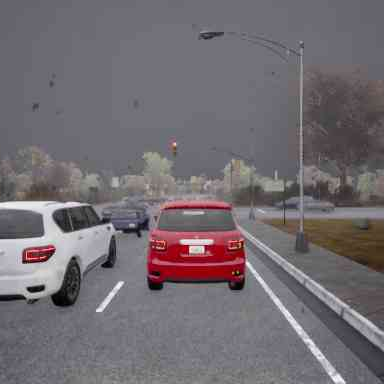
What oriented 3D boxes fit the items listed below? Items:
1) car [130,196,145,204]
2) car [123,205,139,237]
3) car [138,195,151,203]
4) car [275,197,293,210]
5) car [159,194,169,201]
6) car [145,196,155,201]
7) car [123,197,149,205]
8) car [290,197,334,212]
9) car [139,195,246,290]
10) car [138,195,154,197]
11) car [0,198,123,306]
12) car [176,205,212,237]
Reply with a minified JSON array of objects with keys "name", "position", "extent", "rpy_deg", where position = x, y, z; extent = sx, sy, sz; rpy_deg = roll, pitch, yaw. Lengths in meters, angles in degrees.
[{"name":"car","position":[-10.589,1.547,64.669],"extent":[2.033,1.411,5.357],"rpy_deg":[0,0,1]},{"name":"car","position":[-3.413,1.601,17.901],"extent":[1.895,1.301,4.718],"rpy_deg":[0,0,0]},{"name":"car","position":[-10.557,1.525,74.511],"extent":[2.128,1.511,4.902],"rpy_deg":[0,0,0]},{"name":"car","position":[12.602,1.354,41.122],"extent":[4.553,1.767,2.097],"rpy_deg":[0,0,3]},{"name":"car","position":[-7.063,1.355,84.192],"extent":[2.097,1.767,4.553],"rpy_deg":[0,0,0]},{"name":"car","position":[-10.563,1.595,84.557],"extent":[1.895,1.301,4.718],"rpy_deg":[0,0,0]},{"name":"car","position":[-5.916,1.505,29.097],"extent":[1.837,1.490,4.892],"rpy_deg":[-2,-1,26]},{"name":"car","position":[13.748,1.564,37.553],"extent":[4.181,1.385,1.994],"rpy_deg":[0,0,3]},{"name":"car","position":[0.091,1.221,9.194],"extent":[2.150,2.045,5.566],"rpy_deg":[0,0,0]},{"name":"car","position":[-7.123,1.547,54.533],"extent":[2.033,1.411,5.357],"rpy_deg":[0,0,0]},{"name":"car","position":[-3.406,1.221,8.133],"extent":[2.150,2.045,5.566],"rpy_deg":[0,0,0]},{"name":"car","position":[0.086,1.526,18.888],"extent":[1.812,1.442,4.674],"rpy_deg":[0,0,0]}]
